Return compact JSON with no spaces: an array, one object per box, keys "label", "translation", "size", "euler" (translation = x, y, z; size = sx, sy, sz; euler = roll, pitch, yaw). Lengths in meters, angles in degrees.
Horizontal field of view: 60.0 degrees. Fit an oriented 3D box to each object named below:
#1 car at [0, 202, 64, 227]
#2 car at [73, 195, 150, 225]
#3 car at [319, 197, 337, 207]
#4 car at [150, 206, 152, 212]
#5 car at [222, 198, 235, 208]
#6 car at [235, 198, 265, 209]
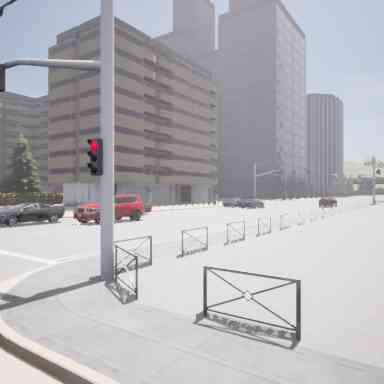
[{"label":"car","translation":[-11.302,1.492,22.987],"size":[2.128,1.511,4.902],"euler":[0,0,35]},{"label":"car","translation":[-5.969,1.221,24.559],"size":[2.150,2.045,5.566],"euler":[0,0,35]},{"label":"car","translation":[20.783,1.478,50.716],"size":[1.882,1.535,5.008],"euler":[0,0,35]},{"label":"car","translation":[-5.892,1.601,30.842],"size":[1.895,1.301,4.718],"euler":[0,0,35]},{"label":"car","translation":[6.462,1.548,48.660],"size":[2.033,1.411,5.357],"euler":[0,0,35]},{"label":"car","translation":[8.059,1.601,44.847],"size":[1.895,1.301,4.718],"euler":[0,0,35]}]
